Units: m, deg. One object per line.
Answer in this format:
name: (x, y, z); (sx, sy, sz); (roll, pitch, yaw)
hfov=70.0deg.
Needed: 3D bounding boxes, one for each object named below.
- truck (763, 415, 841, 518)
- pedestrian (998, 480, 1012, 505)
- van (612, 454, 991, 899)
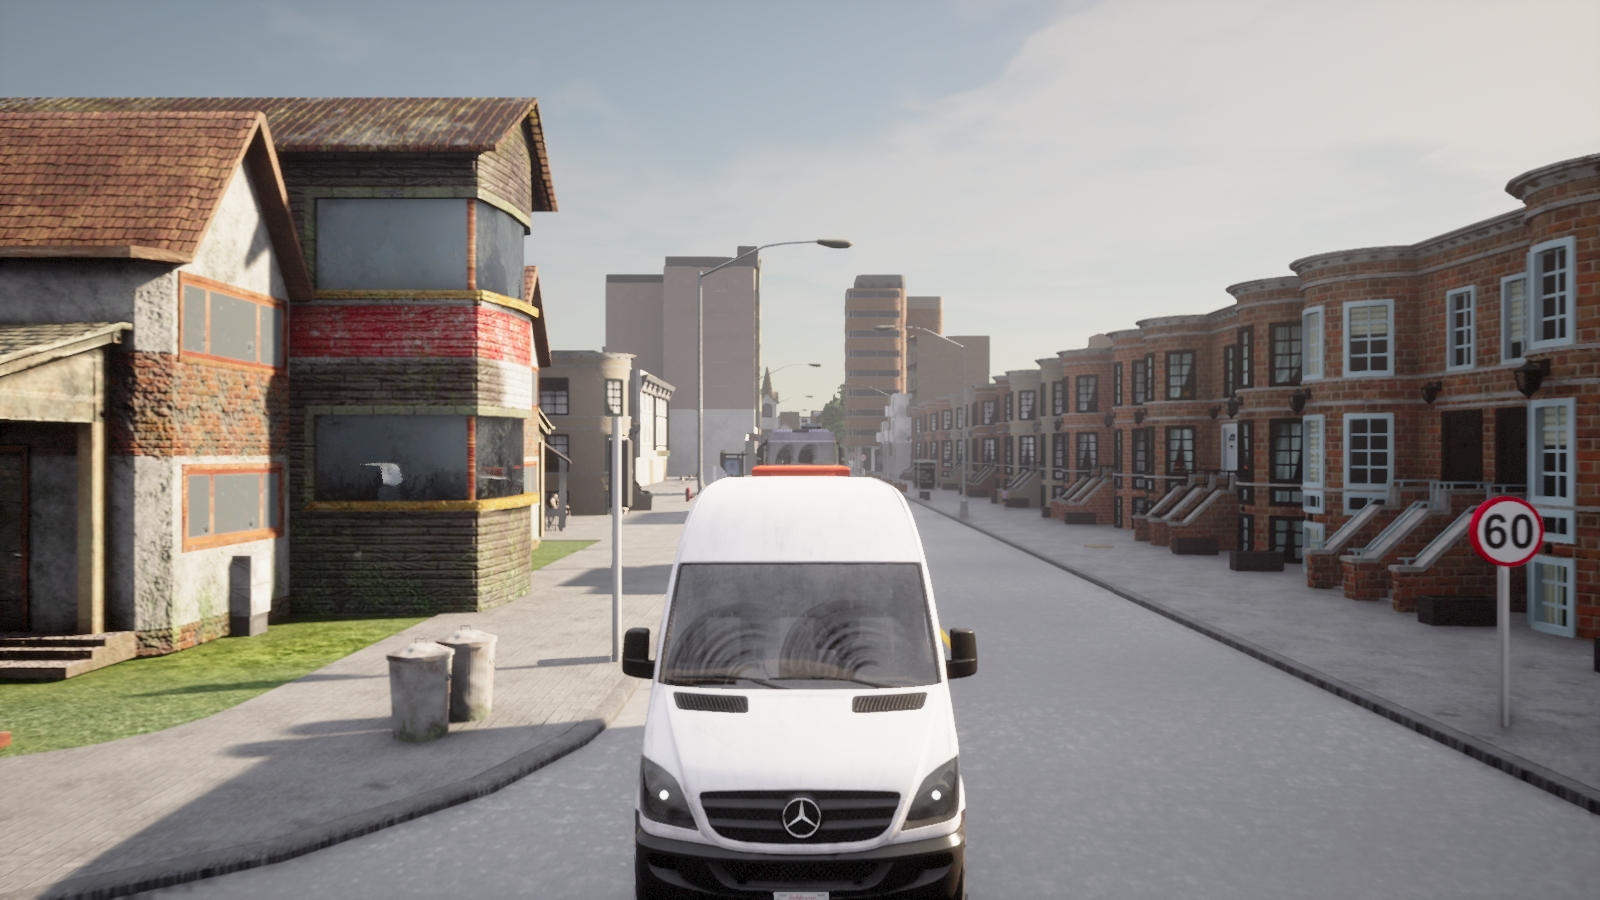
truck: (0.035, 0.663, 46.663); (2.891, 3.827, 8.468); (0, -1, 0)
pedestrian: (9.266, 1.904, 51.603); (0.500, 1.100, 0.500); (0, 0, -7)
van: (0.006, 1.315, 8.957); (1.988, 2.561, 5.915); (0, 0, 0)
